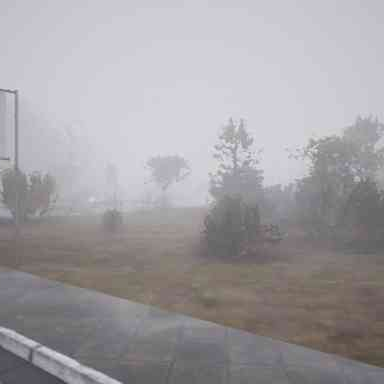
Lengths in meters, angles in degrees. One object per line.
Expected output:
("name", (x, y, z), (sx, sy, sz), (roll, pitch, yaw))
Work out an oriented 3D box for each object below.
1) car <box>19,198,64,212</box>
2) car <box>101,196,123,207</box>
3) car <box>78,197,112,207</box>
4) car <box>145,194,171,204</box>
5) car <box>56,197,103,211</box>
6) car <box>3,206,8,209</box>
("car", (-17.998, 1.521, 40.005), (1.812, 1.442, 4.674), (0, 0, 39))
("car", (-12.159, 1.423, 47.331), (1.882, 1.535, 5.008), (0, 1, 39))
("car", (-14.483, 1.465, 50.041), (1.812, 1.442, 4.674), (0, 0, 39))
("car", (-5.616, 1.170, 55.532), (2.097, 1.767, 4.553), (0, 1, 40))
("car", (-13.507, 1.588, 39.706), (1.895, 1.301, 4.718), (0, 0, 39))
("car", (-20.776, 1.542, 42.137), (2.033, 1.411, 5.357), (0, 0, 39))
